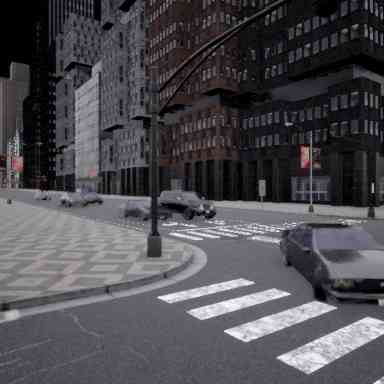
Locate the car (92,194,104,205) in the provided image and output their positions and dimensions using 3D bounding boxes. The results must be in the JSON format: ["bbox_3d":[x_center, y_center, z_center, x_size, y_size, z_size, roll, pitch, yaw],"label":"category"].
[{"bbox_3d":[-13.136,0.967,42.779,2.033,1.411,5.357,0,1,-36],"label":"car"}]

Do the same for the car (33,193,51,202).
[{"bbox_3d":[-23.079,0.798,51.145,1.994,1.385,4.181,0,1,-36],"label":"car"}]

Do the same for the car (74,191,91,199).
[{"bbox_3d":[-21.928,0.564,66.374,1.812,1.442,4.674,0,1,-36],"label":"car"}]

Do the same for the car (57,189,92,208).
[{"bbox_3d":[-13.404,0.836,37.593,2.097,1.767,4.553,0,1,-36],"label":"car"}]

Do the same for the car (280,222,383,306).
[{"bbox_3d":[3.589,1.528,8.485,2.033,1.411,5.357,0,1,3],"label":"car"}]

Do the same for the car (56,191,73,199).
[{"bbox_3d":[-24.997,0.532,65.071,1.837,1.490,4.892,0,1,-36],"label":"car"}]

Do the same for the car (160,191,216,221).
[{"bbox_3d":[-0.520,0.945,25.283,2.150,2.045,5.566,0,2,-36],"label":"car"}]

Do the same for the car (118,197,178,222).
[{"bbox_3d":[-3.526,1.271,23.907,2.033,1.411,5.357,0,1,-36],"label":"car"}]
